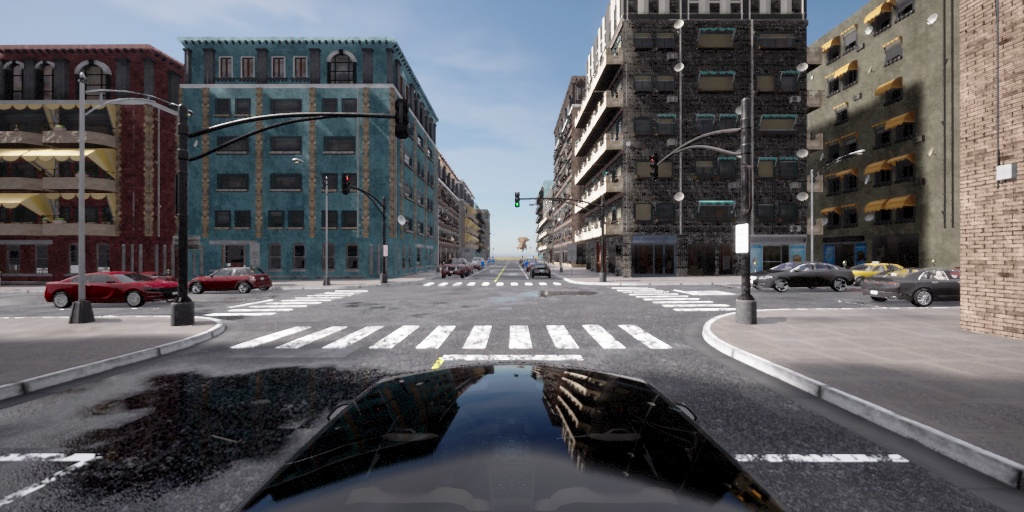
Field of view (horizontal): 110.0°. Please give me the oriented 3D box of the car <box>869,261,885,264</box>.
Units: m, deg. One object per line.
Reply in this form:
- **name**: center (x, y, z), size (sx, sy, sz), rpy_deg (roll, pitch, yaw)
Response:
- **car**: center (21.166, 1.009, 21.115), size (4.829, 1.417, 1.751), rpy_deg (0, 0, 1)

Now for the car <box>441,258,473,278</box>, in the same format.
- **car**: center (-5.260, 1.076, 33.616), size (2.192, 1.841, 5.009), rpy_deg (0, 0, 0)

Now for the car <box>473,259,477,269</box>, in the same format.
- **car**: center (-5.250, 1.307, 39.168), size (1.888, 1.381, 4.507), rpy_deg (0, 0, 0)

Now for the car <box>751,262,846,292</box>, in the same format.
- **car**: center (14.919, 1.050, 18.712), size (4.902, 1.511, 2.128), rpy_deg (-1, 0, 1)

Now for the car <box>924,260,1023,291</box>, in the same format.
- **car**: center (24.788, 0.961, 18.617), size (4.674, 1.442, 1.812), rpy_deg (-1, 0, 0)

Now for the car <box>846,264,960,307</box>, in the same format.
- **car**: center (15.621, 1.088, 13.287), size (4.403, 1.370, 2.007), rpy_deg (0, 0, 1)

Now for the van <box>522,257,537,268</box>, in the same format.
- **van**: center (2.651, 1.102, 50.258), size (1.690, 1.789, 3.998), rpy_deg (0, 0, 0)

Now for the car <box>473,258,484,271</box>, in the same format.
- **car**: center (-5.230, 1.306, 50.272), size (1.888, 1.381, 4.507), rpy_deg (0, 0, 0)

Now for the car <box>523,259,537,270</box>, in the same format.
- **car**: center (2.640, 1.343, 44.706), size (1.802, 1.307, 4.207), rpy_deg (0, 0, 0)

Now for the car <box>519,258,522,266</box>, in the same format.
- **car**: center (2.670, 1.200, 61.362), size (1.967, 1.591, 4.097), rpy_deg (0, 0, 0)

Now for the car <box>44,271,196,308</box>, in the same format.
- **car**: center (-17.625, 1.432, 16.073), size (5.008, 1.535, 1.882), rpy_deg (-1, 0, 0)

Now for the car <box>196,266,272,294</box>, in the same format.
- **car**: center (-16.872, 1.397, 21.485), size (4.097, 1.591, 1.967), rpy_deg (0, 0, 1)

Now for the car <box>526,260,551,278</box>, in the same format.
- **car**: center (2.620, 1.327, 33.602), size (1.948, 1.339, 4.313), rpy_deg (0, 0, 0)
